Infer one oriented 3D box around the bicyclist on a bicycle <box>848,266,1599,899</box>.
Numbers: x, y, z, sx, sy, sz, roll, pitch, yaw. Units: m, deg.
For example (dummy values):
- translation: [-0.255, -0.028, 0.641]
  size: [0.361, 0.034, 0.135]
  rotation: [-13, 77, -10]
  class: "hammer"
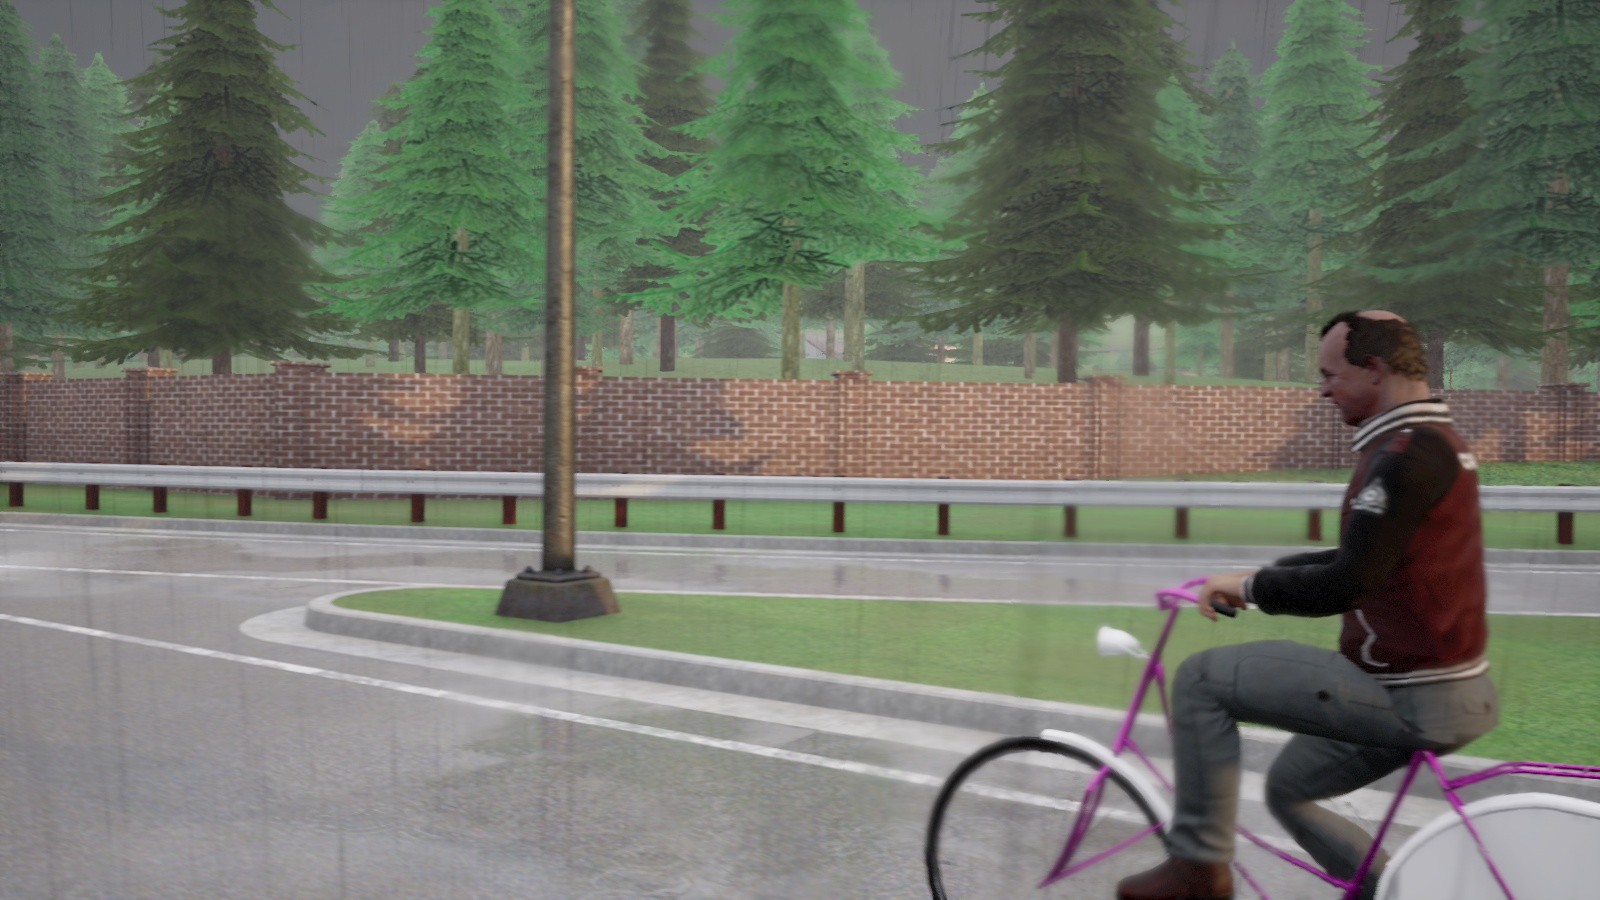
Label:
- translation: [1.078, 0.552, 2.902]
  size: [1.843, 1.776, 0.659]
  rotation: [0, 1, 33]
  class: "bicyclist on a bicycle"
